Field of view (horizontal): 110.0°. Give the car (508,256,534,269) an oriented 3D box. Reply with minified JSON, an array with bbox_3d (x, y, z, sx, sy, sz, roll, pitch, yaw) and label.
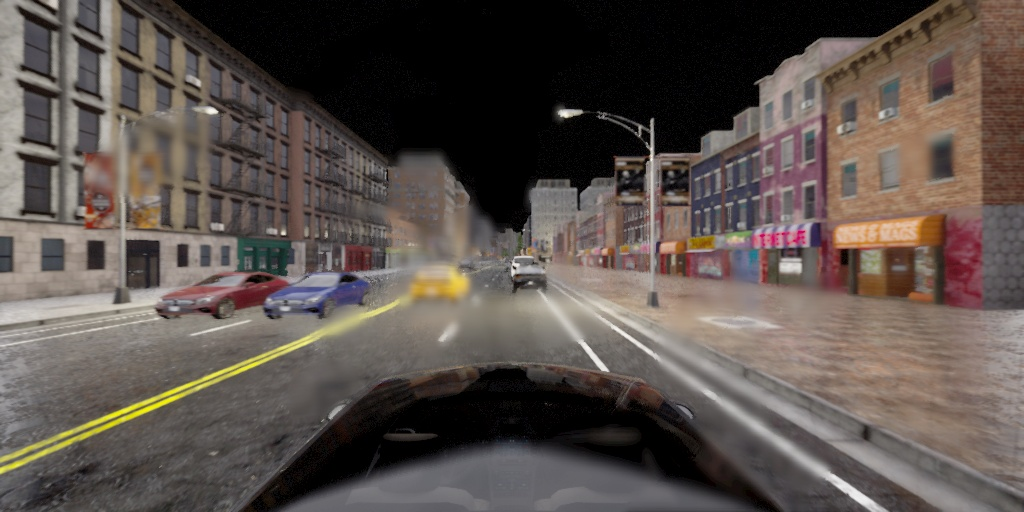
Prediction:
[{"bbox_3d":[0.978,1.017,30.568,2.150,2.045,5.566,0,0,0],"label":"car"}]

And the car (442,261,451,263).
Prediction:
[{"bbox_3d":[-9.813,1.448,53.138,1.812,1.442,4.674,0,0,0],"label":"car"}]

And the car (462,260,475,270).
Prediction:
[{"bbox_3d":[-6.565,1.400,53.120,1.882,1.535,5.008,0,0,0],"label":"car"}]

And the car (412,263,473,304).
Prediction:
[{"bbox_3d":[-3.149,1.245,16.514,1.882,1.535,5.008,0,0,0],"label":"car"}]

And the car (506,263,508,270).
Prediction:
[{"bbox_3d":[0.005,1.484,55.331,2.033,1.411,5.357,0,0,0],"label":"car"}]

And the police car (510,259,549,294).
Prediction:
[{"bbox_3d":[0.977,1.198,20.646,1.930,1.638,5.238,0,0,0],"label":"police car"}]

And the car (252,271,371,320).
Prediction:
[{"bbox_3d":[-6.606,1.288,12.790,1.812,1.442,4.674,0,0,0],"label":"car"}]

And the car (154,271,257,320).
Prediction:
[{"bbox_3d":[-9.848,1.288,12.791,1.812,1.442,4.674,0,0,0],"label":"car"}]
